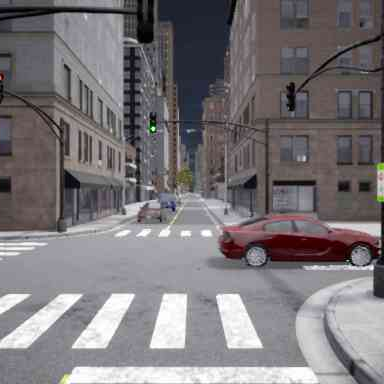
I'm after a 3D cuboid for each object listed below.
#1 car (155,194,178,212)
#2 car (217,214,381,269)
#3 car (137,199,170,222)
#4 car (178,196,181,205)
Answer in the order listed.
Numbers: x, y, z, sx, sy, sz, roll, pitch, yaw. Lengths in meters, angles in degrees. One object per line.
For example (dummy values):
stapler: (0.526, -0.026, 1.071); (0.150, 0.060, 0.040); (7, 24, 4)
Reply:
car: (-3.050, 1.218, 39.448); (2.150, 2.045, 5.566); (0, 0, -1)
car: (3.309, 1.470, 10.586); (5.008, 1.535, 1.882); (0, 0, 0)
car: (-3.053, 1.522, 26.032); (1.812, 1.442, 4.674); (0, 0, 1)
car: (-2.931, 1.488, 58.320); (2.128, 1.511, 4.902); (0, 0, 0)
